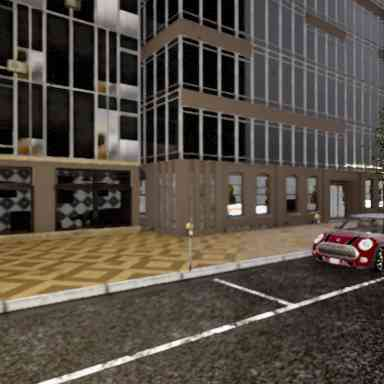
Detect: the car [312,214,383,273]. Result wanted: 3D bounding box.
[{"bbox_3d":[5.675,1.436,10.610,4.097,1.590,1.967,0,0,-36],"label":"car"}]
